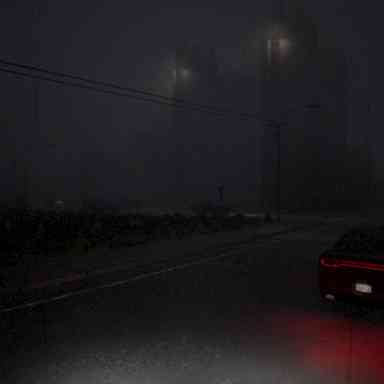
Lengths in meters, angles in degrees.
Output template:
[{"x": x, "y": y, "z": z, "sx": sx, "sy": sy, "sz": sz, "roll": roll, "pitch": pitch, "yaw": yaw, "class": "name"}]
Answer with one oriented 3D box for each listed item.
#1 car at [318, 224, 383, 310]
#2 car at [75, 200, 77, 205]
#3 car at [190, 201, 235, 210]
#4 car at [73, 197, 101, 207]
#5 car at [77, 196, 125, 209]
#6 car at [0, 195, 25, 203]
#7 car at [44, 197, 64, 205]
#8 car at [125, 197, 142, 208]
[{"x": 4.487, "y": 1.477, "z": 7.586, "sx": 1.882, "sy": 1.535, "sz": 5.008, "roll": 0, "pitch": 0, "yaw": 39, "class": "car"}, {"x": -14.241, "y": 1.432, "z": 47.930, "sx": 4.553, "sy": 1.767, "sz": 2.097, "roll": 0, "pitch": 0, "yaw": 39, "class": "car"}, {"x": 2.168, "y": 1.628, "z": 34.647, "sx": 4.718, "sy": 1.301, "sz": 1.895, "roll": 0, "pitch": 0, "yaw": 39, "class": "car"}, {"x": -17.449, "y": 1.586, "z": 55.219, "sx": 4.902, "sy": 1.511, "sz": 2.128, "roll": 0, "pitch": 0, "yaw": 39, "class": "car"}, {"x": -10.850, "y": 1.545, "z": 39.875, "sx": 2.242, "sy": 1.667, "sz": 4.611, "roll": 0, "pitch": 0, "yaw": 39, "class": "car"}, {"x": -29.589, "y": 1.439, "z": 55.198, "sx": 1.905, "sy": 1.878, "sz": 3.866, "roll": 0, "pitch": 0, "yaw": 39, "class": "car"}, {"x": -25.598, "y": 1.612, "z": 61.715, "sx": 4.902, "sy": 1.511, "sz": 2.128, "roll": 0, "pitch": 0, "yaw": 39, "class": "car"}, {"x": -9.572, "y": 1.547, "z": 48.892, "sx": 5.008, "sy": 1.535, "sz": 1.882, "roll": 0, "pitch": 0, "yaw": 39, "class": "car"}]
